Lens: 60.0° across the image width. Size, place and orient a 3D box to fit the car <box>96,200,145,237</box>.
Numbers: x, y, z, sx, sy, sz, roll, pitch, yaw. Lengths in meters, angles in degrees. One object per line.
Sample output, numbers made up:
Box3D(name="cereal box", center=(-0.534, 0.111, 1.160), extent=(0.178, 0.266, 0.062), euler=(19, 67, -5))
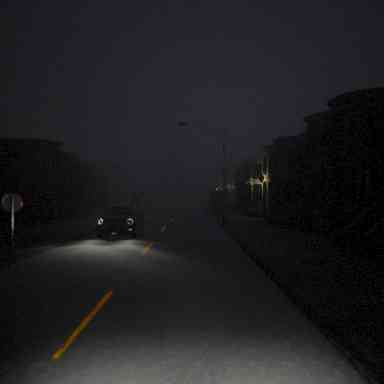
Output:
Box3D(name="car", center=(-4.024, 1.571, 19.345), extent=(2.097, 1.767, 4.553), euler=(0, -1, 0))

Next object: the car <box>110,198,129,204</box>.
Box3D(name="car", center=(-19.446, 2.354, 89.488), extent=(4.611, 1.667, 2.242), euler=(0, -1, 10))
